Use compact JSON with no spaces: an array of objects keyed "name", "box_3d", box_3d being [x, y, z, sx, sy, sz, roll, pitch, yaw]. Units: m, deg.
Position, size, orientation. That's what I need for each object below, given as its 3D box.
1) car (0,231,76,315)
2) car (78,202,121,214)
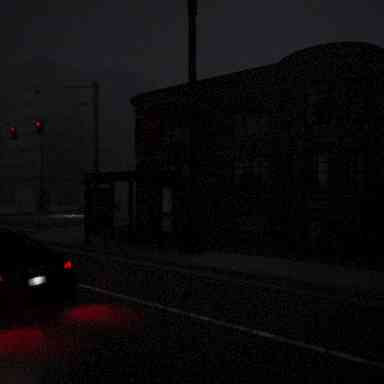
[{"name":"car","box_3d":[-4.388,1.556,7.129,4.181,1.385,1.994,0,0,36]},{"name":"car","box_3d":[-9.342,1.497,33.998,1.812,1.442,4.674,0,0,35]}]
